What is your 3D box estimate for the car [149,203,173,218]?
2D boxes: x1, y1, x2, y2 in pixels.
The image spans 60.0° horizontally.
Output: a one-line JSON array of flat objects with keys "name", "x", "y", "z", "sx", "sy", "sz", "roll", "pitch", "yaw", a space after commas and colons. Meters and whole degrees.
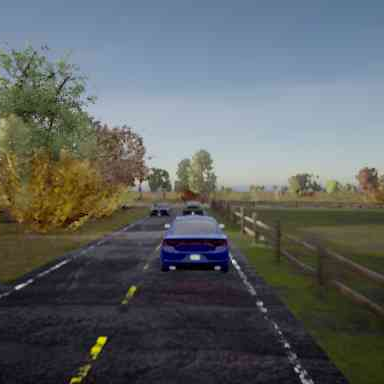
[{"name": "car", "x": -2.849, "y": 1.684, "z": 31.187, "sx": 1.895, "sy": 1.301, "sz": 4.718, "roll": 0, "pitch": 0, "yaw": 0}]

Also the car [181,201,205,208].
[{"name": "car", "x": 0.094, "y": 1.587, "z": 30.998, "sx": 1.837, "sy": 1.490, "sz": 4.892, "roll": 0, "pitch": 0, "yaw": 0}]

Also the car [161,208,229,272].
[{"name": "car", "x": 0.088, "y": 1.508, "z": 10.956, "sx": 1.882, "sy": 1.535, "sz": 5.008, "roll": 0, "pitch": 0, "yaw": 0}]
